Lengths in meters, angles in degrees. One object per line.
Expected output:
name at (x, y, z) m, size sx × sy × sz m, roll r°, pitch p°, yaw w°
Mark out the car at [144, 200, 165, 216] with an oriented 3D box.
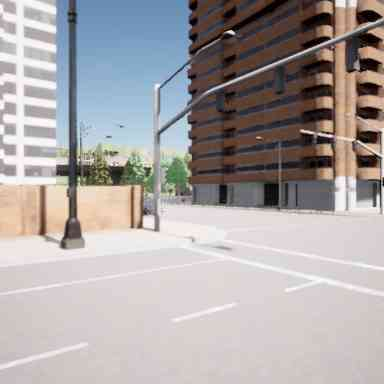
car at (-4.700, 1.517, 32.537) m, size 2.033 × 1.411 × 5.357 m, roll 0°, pitch 0°, yaw -36°
